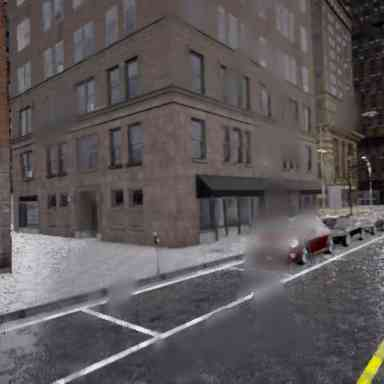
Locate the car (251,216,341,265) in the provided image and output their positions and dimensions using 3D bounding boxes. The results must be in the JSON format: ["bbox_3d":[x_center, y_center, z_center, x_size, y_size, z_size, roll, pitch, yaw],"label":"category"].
[{"bbox_3d":[3.932,1.751,12.852,1.967,1.590,4.097,-4,-3,40],"label":"car"}]

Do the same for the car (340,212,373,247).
[{"bbox_3d":[7.505,1.915,17.040,1.947,1.339,4.313,-4,-3,40],"label":"car"}]

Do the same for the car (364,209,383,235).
[{"bbox_3d":[11.073,1.940,21.232,2.008,1.369,4.403,-4,-3,40],"label":"car"}]
